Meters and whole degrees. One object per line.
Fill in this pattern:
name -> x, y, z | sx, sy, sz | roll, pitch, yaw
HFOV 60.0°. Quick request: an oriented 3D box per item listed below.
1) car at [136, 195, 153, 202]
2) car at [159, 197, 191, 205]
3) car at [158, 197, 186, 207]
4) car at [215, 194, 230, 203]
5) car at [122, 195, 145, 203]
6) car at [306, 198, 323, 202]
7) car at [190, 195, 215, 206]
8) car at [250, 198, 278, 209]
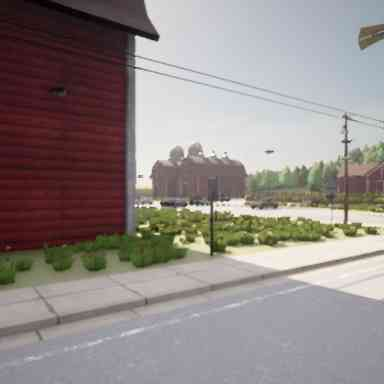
car -> -9.023, 1.573, 62.083 | 1.812, 1.442, 4.674 | 0, 0, -37
car -> -2.582, 1.643, 47.361 | 1.895, 1.301, 4.718 | 0, 0, -36
car -> -3.299, 1.594, 54.434 | 2.033, 1.411, 5.357 | 0, 0, -36
car -> 5.946, 1.386, 71.090 | 4.605, 1.855, 1.932 | 0, 0, -36
car -> -13.027, 1.534, 74.579 | 4.611, 1.667, 2.242 | 0, 0, -36
car -> 19.361, 1.597, 53.051 | 3.905, 1.438, 1.784 | 0, 0, -36
car -> 1.263, 1.367, 55.040 | 3.866, 1.878, 1.905 | 0, 0, -36
car -> 9.680, 1.561, 44.493 | 4.193, 1.474, 1.816 | 0, 0, -36
